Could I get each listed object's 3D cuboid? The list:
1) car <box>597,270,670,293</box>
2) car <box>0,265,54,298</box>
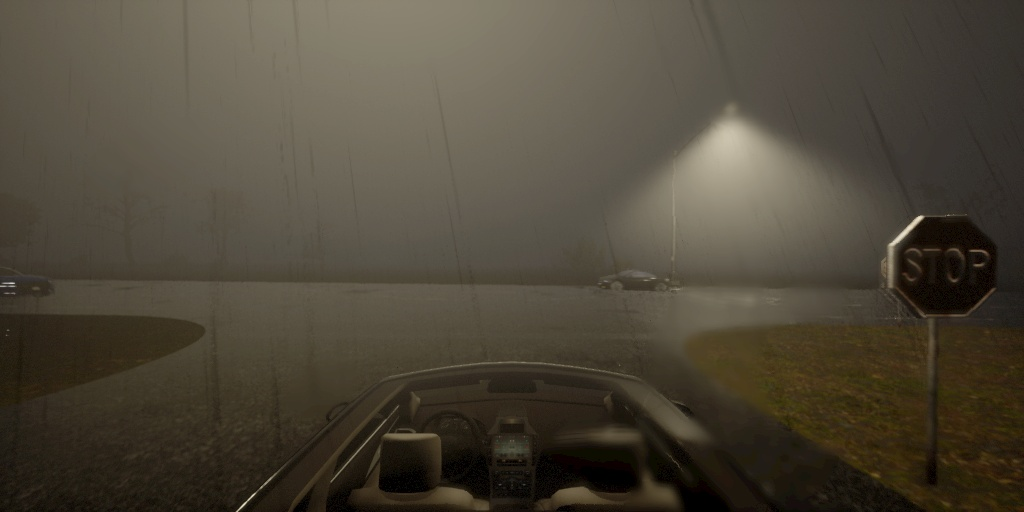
[{"bbox_3d":[7.449,1.548,22.154,4.181,1.385,1.994,1,0,1],"label":"car"},{"bbox_3d":[-22.997,1.100,15.466,5.008,1.535,1.882,1,0,1],"label":"car"}]
